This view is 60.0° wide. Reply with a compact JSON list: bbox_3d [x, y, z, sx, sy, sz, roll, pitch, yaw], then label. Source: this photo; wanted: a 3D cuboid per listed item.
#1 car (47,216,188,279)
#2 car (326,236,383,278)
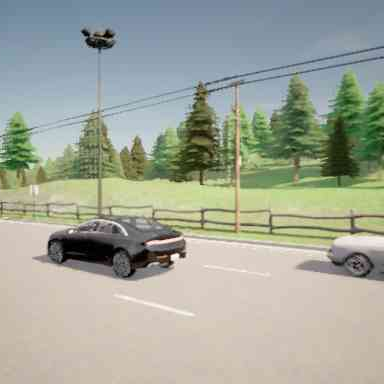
[{"bbox_3d":[-2.409,1.467,10.003,4.902,1.511,2.128,0,0,35],"label":"car"},{"bbox_3d":[5.993,1.562,8.365,4.718,1.301,1.895,0,0,35],"label":"car"}]
